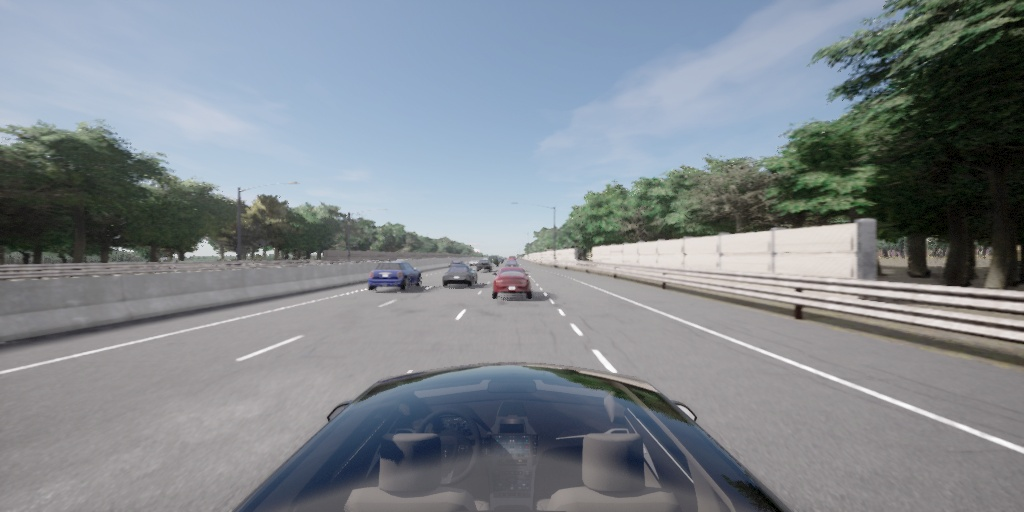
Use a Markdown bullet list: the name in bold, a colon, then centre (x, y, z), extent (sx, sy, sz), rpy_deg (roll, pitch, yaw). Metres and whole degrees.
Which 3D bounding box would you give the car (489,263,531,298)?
- **car**: centre (0.001, 1.278, 18.429), extent (1.812, 1.442, 4.674), rpy_deg (0, 0, 0)

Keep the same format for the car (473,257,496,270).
- **car**: centre (-3.493, 1.243, 46.321), extent (1.837, 1.490, 4.892), rpy_deg (0, 0, 0)

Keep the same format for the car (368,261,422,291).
- **car**: centre (-6.998, 1.102, 21.965), extent (2.097, 1.767, 4.553), rpy_deg (0, 0, 0)

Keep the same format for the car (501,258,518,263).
- **car**: centre (0.006, 1.283, 46.311), extent (2.033, 1.411, 5.357), rpy_deg (0, 0, 0)

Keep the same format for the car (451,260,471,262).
- **car**: centre (-6.992, 1.228, 46.324), extent (2.128, 1.511, 4.902), rpy_deg (0, 0, 0)

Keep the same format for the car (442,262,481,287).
- **car**: centre (-3.497, 1.313, 24.715), extent (1.994, 1.385, 4.181), rpy_deg (0, 0, 0)
